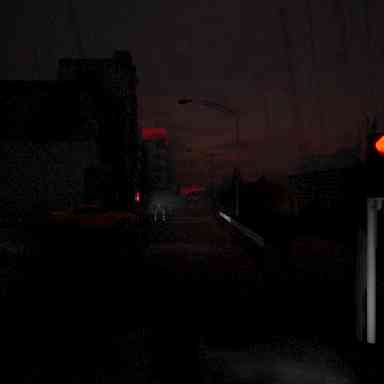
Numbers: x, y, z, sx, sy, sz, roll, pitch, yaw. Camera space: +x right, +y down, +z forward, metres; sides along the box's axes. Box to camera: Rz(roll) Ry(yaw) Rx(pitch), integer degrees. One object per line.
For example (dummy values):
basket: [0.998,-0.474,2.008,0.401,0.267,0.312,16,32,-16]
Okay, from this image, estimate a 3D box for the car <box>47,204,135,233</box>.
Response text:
car: [-5.851,1.478,19.673,5.008,1.535,1.882,0,1,-29]

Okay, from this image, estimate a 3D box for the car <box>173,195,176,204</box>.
car: [-4.118,1.601,53.645,1.895,1.301,4.718,0,0,0]

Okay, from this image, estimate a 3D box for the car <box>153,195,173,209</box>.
car: [-4.119,1.491,44.361,2.128,1.511,4.902,0,0,0]

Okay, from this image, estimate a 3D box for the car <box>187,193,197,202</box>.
car: [-0.044,1.225,76.864,2.150,2.045,5.566,0,0,0]

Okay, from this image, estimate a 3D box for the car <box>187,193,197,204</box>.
car: [0.064,1.525,65.423,1.812,1.442,4.674,0,0,0]
